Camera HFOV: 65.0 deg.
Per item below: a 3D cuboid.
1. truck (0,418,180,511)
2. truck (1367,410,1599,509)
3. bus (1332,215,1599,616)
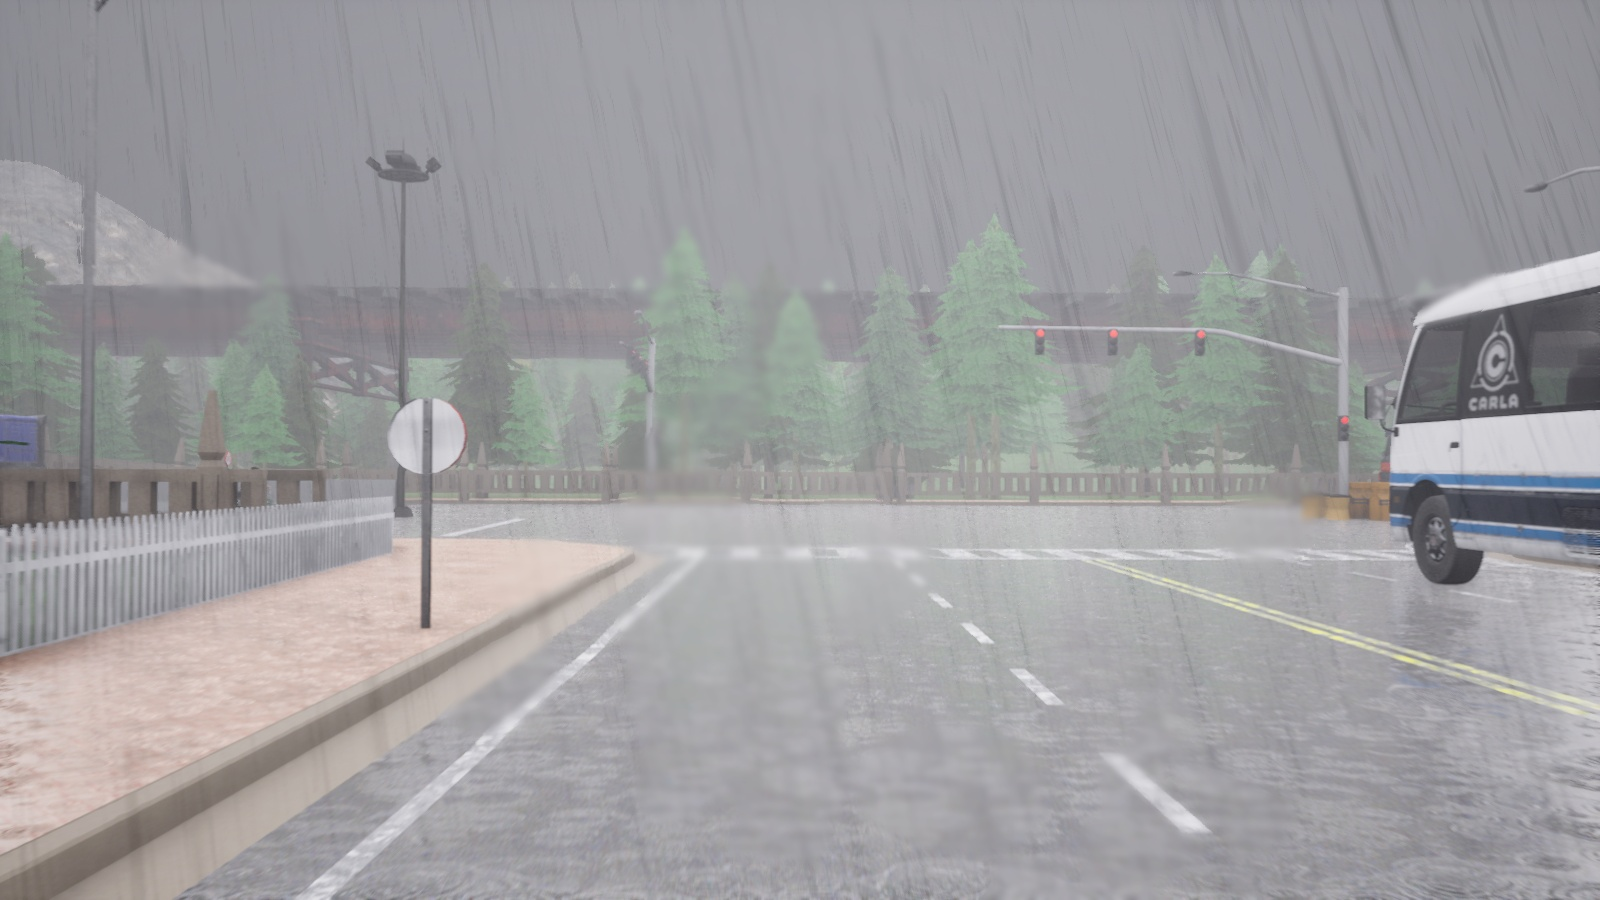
[{"bbox_3d":[-30.325,0.557,51.777,7.936,3.462,2.891,3,-1,-2],"label":"truck"},{"bbox_3d":[27.580,0.380,50.206,8.468,3.827,2.891,0,-1,-2],"label":"truck"},{"bbox_3d":[10.457,-0.356,14.804,3.944,4.253,10.273,0,-1,0],"label":"bus"}]
